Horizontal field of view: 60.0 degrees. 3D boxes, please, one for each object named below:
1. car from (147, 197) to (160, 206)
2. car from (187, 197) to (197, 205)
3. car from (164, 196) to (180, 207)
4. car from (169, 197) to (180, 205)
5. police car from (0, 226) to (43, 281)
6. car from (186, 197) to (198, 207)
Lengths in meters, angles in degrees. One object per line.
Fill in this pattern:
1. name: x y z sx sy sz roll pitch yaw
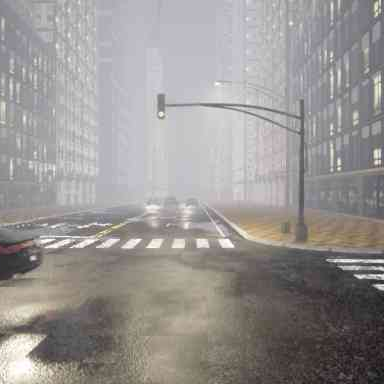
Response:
1. car: -6.502 1.577 56.809 2.128 1.511 4.902 0 0 0
2. car: -0.002 1.671 63.059 1.994 1.385 4.181 0 0 0
3. car: -3.252 1.424 52.611 2.097 1.767 4.553 0 0 0
4. car: -3.252 1.706 62.672 1.895 1.301 4.718 0 0 0
5. police car: -6.491 1.424 8.289 5.238 1.638 1.930 0 0 2
6. car: -0.001 1.674 53.087 1.895 1.301 4.718 0 0 0
